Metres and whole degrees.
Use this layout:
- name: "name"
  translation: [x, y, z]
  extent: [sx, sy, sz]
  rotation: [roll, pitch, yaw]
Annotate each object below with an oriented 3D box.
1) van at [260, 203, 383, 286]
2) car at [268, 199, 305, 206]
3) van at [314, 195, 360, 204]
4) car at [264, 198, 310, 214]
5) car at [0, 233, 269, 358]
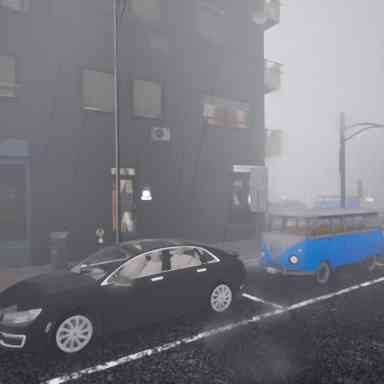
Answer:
- name: "van"
  translation: [3.602, 1.339, 9.133]
  extent: [3.998, 1.788, 1.690]
  rotation: [0, -1, -35]
- name: "car"
  translation: [7.284, 1.533, 27.608]
  extent: [1.895, 1.301, 4.718]
  rotation: [-1, 1, -35]
- name: "van"
  translation: [12.849, 1.199, 29.763]
  extent: [1.690, 1.788, 3.998]
  rotation: [-1, 1, -35]
- name: "car"
  translation: [9.675, 1.398, 34.284]
  extent: [1.947, 1.339, 4.313]
  rotation: [-1, 1, -35]
- name: "car"
  translation: [-0.960, 1.550, 5.883]
  extent: [4.403, 1.369, 2.008]
  rotation: [0, -1, -35]
